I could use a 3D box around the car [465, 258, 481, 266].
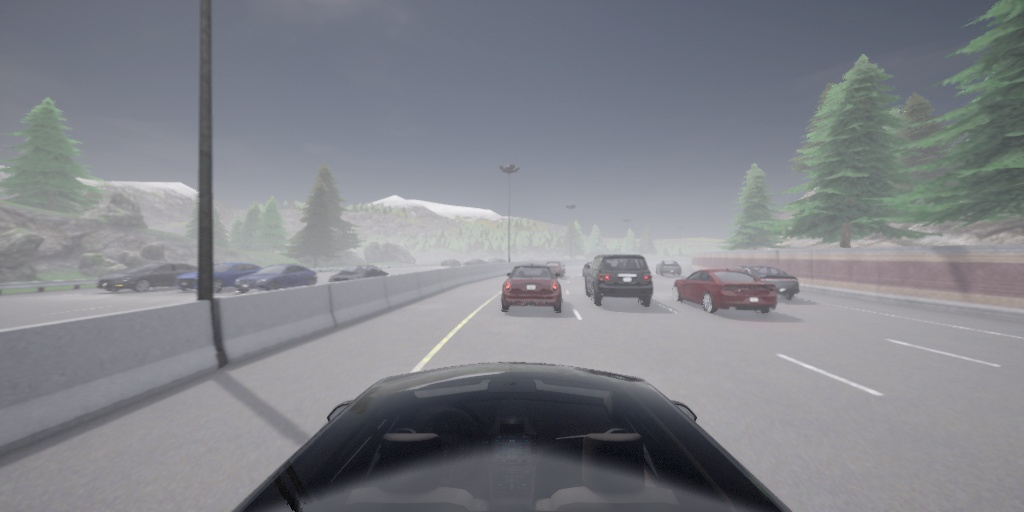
[{"bbox_3d":[-6.096,1.090,59.864,2.033,1.411,5.357,0,0,22],"label":"car"}]

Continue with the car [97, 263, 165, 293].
[{"bbox_3d":[-19.819,1.143,20.114,1.837,1.490,4.892,0,0,7],"label":"car"}]

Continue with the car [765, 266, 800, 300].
[{"bbox_3d":[11.771,1.220,17.602,2.128,1.511,4.902,0,0,7],"label":"car"}]

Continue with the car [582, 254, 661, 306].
[{"bbox_3d":[4.476,0.937,15.697,2.150,2.045,5.566,0,0,6],"label":"car"}]

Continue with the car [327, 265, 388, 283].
[{"bbox_3d":[-9.072,1.225,21.483,1.994,1.385,4.181,0,0,8],"label":"car"}]

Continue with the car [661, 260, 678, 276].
[{"bbox_3d":[15.285,1.170,35.156,2.128,1.511,4.902,0,0,15],"label":"car"}]

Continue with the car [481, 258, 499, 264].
[{"bbox_3d":[-2.618,1.045,59.159,2.128,1.511,4.902,0,0,22],"label":"car"}]

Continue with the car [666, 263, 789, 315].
[{"bbox_3d":[7.802,1.208,13.686,1.882,1.535,5.008,0,0,5],"label":"car"}]

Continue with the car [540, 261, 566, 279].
[{"bbox_3d":[3.791,1.184,32.489,1.812,1.442,4.674,0,0,13],"label":"car"}]

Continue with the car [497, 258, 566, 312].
[{"bbox_3d":[0.836,1.063,14.139,2.097,1.767,4.553,0,0,5],"label":"car"}]

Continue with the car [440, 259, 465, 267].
[{"bbox_3d":[-10.129,1.098,59.129,1.994,1.385,4.181,0,0,21],"label":"car"}]

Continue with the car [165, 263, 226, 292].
[{"bbox_3d":[-16.241,1.124,20.583,1.882,1.535,5.008,0,0,7],"label":"car"}]

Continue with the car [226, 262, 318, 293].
[{"bbox_3d":[-12.804,1.183,19.905,1.812,1.442,4.674,0,0,7],"label":"car"}]

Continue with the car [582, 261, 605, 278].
[{"bbox_3d":[7.609,1.229,33.320,1.994,1.385,4.181,0,0,14],"label":"car"}]
